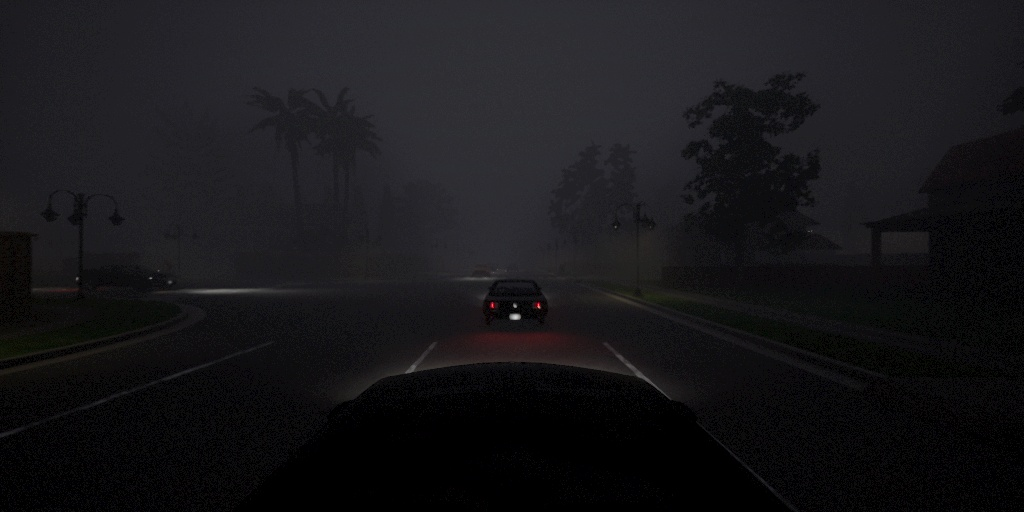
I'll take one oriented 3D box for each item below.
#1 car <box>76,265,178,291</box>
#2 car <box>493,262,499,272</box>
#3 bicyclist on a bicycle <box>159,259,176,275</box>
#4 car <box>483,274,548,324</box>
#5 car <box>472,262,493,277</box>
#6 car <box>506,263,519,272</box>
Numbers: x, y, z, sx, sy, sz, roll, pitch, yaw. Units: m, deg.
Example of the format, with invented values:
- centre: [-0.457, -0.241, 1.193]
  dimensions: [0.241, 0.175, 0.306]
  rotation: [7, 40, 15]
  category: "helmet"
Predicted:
- centre: [-22.732, 1.265, 21.305]
  dimensions: [4.902, 1.511, 2.128]
  rotation: [0, -1, 1]
  category: "car"
- centre: [-3.558, 1.819, 58.536]
  dimensions: [1.837, 1.490, 4.892]
  rotation: [0, -1, 0]
  category: "car"
- centre: [-30.584, 1.132, 31.785]
  dimensions: [0.582, 1.620, 1.656]
  rotation: [0, 0, 0]
  category: "bicyclist on a bicycle"
- centre: [0.101, 1.457, 12.396]
  dimensions: [1.895, 1.301, 4.718]
  rotation: [0, -1, 0]
  category: "car"
- centre: [-3.585, 1.630, 42.330]
  dimensions: [1.882, 1.535, 5.008]
  rotation: [0, -1, 0]
  category: "car"
- centre: [0.102, 1.852, 59.826]
  dimensions: [1.812, 1.442, 4.674]
  rotation: [0, -1, 0]
  category: "car"
